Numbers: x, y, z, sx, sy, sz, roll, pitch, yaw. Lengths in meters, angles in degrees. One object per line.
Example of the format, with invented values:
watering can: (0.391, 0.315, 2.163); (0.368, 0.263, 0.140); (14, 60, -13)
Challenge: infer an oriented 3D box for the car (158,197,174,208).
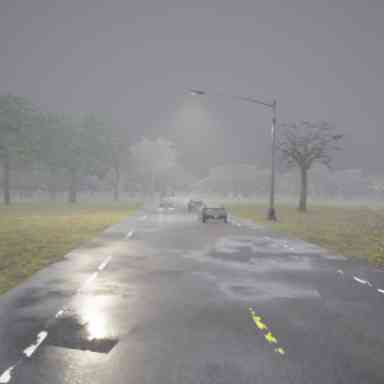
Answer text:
car: (-3.567, 1.429, 46.243); (1.812, 1.442, 4.674); (1, 0, -4)

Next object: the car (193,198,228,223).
car: (1.525, 1.515, 25.692); (2.128, 1.511, 4.902); (1, 0, -4)

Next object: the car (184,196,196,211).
car: (0.435, 1.492, 39.748); (2.128, 1.511, 4.902); (1, 0, -4)
